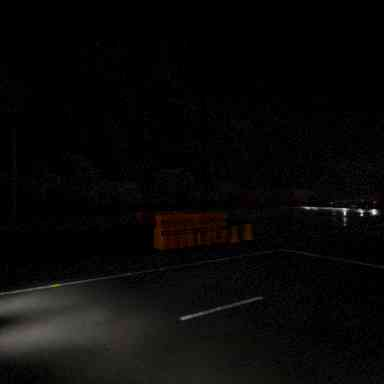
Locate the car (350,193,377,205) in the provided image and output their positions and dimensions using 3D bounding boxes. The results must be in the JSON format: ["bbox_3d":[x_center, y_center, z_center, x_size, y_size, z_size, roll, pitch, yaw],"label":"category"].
[{"bbox_3d":[27.818,1.138,53.960,4.553,1.767,2.097,0,0,-35],"label":"car"}]

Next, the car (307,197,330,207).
[{"bbox_3d":[18.745,1.382,47.504,5.357,1.411,2.033,0,0,-36],"label":"car"}]

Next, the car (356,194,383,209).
[{"bbox_3d":[23.290,1.185,42.146,4.553,1.767,2.097,0,0,-35],"label":"car"}]

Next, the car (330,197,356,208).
[{"bbox_3d":[21.059,1.359,44.846,4.674,1.442,1.812,0,0,-36],"label":"car"}]

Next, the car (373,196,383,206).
[{"bbox_3d":[30.416,1.330,51.521,5.357,1.411,2.033,0,0,-35],"label":"car"}]
